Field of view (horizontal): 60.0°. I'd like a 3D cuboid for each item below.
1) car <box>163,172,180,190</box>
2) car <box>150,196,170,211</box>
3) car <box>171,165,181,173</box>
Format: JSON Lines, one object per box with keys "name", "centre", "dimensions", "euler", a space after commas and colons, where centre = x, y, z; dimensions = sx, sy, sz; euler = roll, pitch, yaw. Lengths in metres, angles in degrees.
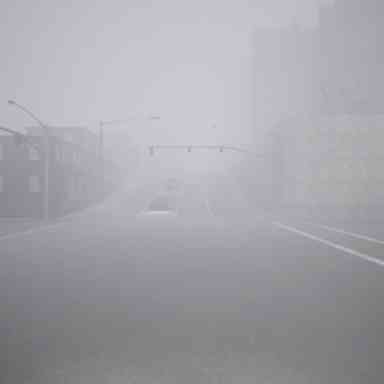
{"name": "car", "centre": [-3.354, -1.539, 53.089], "dimensions": [2.097, 1.767, 4.553], "euler": [0, 12, 1]}
{"name": "car", "centre": [-3.445, 1.204, 36.461], "dimensions": [1.994, 1.385, 4.181], "euler": [0, 5, 0]}
{"name": "car", "centre": [-3.243, -4.741, 68.742], "dimensions": [2.033, 1.411, 5.357], "euler": [0, 12, 0]}
